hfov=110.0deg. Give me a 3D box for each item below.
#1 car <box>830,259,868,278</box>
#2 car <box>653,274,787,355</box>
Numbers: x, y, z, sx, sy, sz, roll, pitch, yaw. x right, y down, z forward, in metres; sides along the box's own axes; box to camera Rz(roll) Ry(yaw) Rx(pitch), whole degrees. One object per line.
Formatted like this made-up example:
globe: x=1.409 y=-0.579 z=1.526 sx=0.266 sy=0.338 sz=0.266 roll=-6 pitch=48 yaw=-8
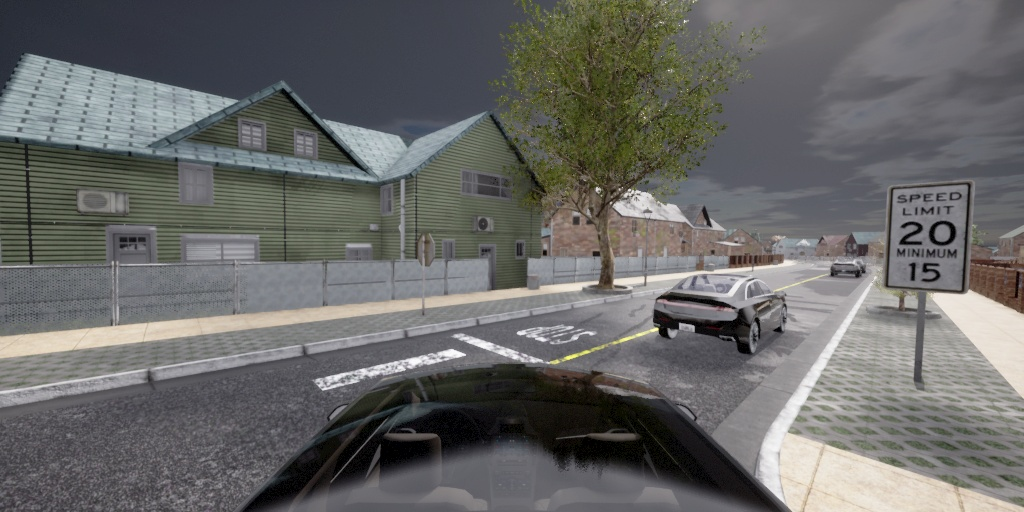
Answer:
car: x=29.474 y=1.042 z=31.585 sx=4.902 sy=1.511 sz=2.128 roll=0 pitch=2 yaw=-43
car: x=5.200 y=1.182 z=8.702 sx=4.902 sy=1.511 sz=2.128 roll=0 pitch=2 yaw=-43
